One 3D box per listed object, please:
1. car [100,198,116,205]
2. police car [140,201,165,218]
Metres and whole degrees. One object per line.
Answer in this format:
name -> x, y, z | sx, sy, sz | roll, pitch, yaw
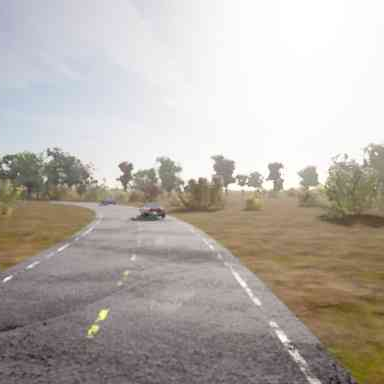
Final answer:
car -> -15.513, 1.771, 61.244 | 2.033, 1.411, 5.357 | 0, 0, -27
police car -> -3.734, 1.623, 30.915 | 2.038, 1.542, 4.974 | 0, 0, -13
